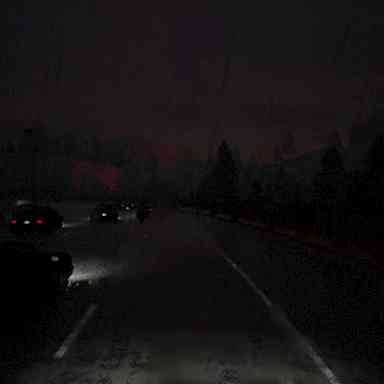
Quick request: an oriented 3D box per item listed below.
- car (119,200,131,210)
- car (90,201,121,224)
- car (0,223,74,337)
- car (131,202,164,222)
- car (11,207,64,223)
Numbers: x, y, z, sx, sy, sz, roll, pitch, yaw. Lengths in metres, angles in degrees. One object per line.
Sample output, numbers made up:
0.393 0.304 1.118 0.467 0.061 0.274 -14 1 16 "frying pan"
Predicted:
-8.619 1.681 42.024 1.895 1.301 4.718 0 0 -23 "car"
-6.788 1.602 25.749 1.994 1.385 4.181 0 0 -14 "car"
-3.626 1.553 5.589 2.033 1.411 5.357 0 0 -3 "car"
-3.436 1.524 26.686 2.128 1.511 4.902 0 0 -14 "car"
-8.818 1.576 19.230 2.033 1.411 5.357 0 0 -11 "car"
